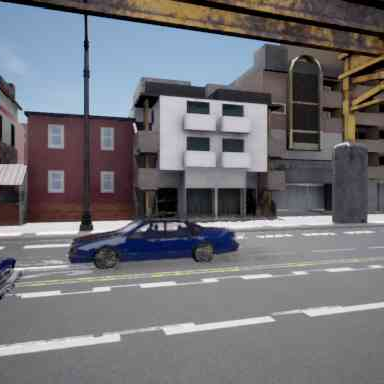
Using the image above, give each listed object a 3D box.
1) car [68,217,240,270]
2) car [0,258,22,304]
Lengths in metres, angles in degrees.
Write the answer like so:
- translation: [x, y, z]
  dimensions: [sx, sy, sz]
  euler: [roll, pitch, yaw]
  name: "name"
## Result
- translation: [-1.156, 1.548, 10.869]
  dimensions: [5.357, 1.411, 2.033]
  euler: [0, 0, -17]
  name: "car"
- translation: [-5.593, 1.602, 5.655]
  dimensions: [4.718, 1.301, 1.895]
  euler: [0, 0, -17]
  name: "car"
